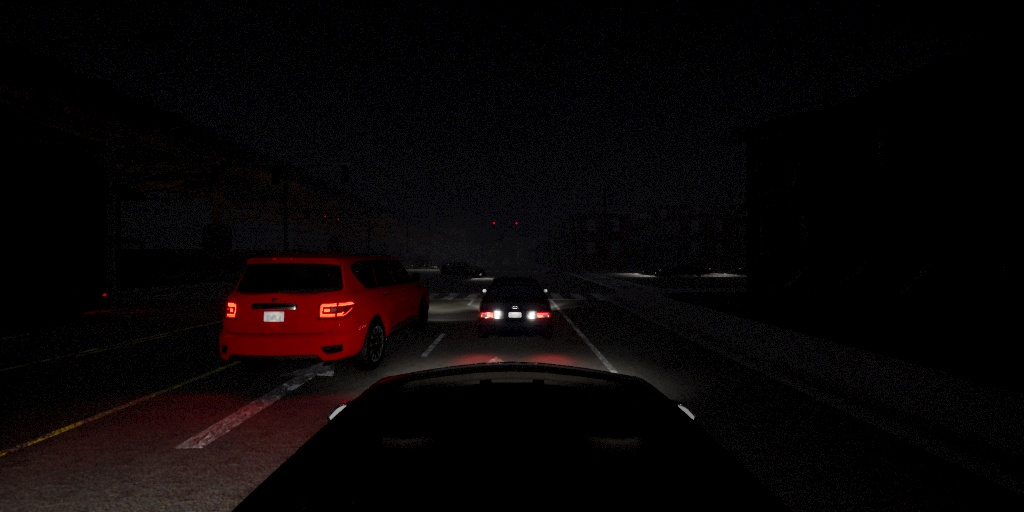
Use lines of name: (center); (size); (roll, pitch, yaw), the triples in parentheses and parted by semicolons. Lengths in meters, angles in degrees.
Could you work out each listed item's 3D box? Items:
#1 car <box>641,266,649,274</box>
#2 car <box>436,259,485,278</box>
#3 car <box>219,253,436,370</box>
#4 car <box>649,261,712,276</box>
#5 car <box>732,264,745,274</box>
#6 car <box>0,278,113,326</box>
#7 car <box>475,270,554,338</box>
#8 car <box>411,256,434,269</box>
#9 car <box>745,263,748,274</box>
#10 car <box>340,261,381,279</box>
car: (17.107, 1.297, 39.369); (5.357, 1.411, 2.033); (0, 0, 2)
car: (-4.736, 1.297, 34.062); (5.357, 1.411, 2.033); (0, 0, 44)
car: (-3.425, 0.971, 7.872); (2.150, 2.045, 5.566); (0, 0, 0)
car: (17.001, 1.297, 35.885); (5.357, 1.411, 2.033); (0, 0, 0)
car: (26.835, 1.255, 39.374); (4.892, 1.490, 1.837); (0, 0, 0)
car: (-14.099, 1.297, 9.357); (2.033, 1.411, 5.357); (0, 0, 0)
car: (0.084, 1.297, 10.125); (2.033, 1.411, 5.357); (0, 0, 0)
car: (-14.082, 0.971, 56.598); (2.150, 2.045, 5.566); (0, 0, 0)
car: (26.557, 1.351, 35.876); (4.718, 1.301, 1.895); (0, 0, 0)
car: (-14.097, 1.255, 33.698); (1.837, 1.490, 4.892); (0, 0, 0)
